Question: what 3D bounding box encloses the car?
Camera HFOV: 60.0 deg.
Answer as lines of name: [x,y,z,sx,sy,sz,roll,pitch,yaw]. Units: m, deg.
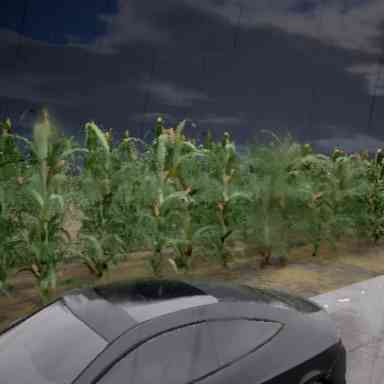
car: [-0.592,1.534,2.643,4.674,1.442,1.812,0,0,-36]
